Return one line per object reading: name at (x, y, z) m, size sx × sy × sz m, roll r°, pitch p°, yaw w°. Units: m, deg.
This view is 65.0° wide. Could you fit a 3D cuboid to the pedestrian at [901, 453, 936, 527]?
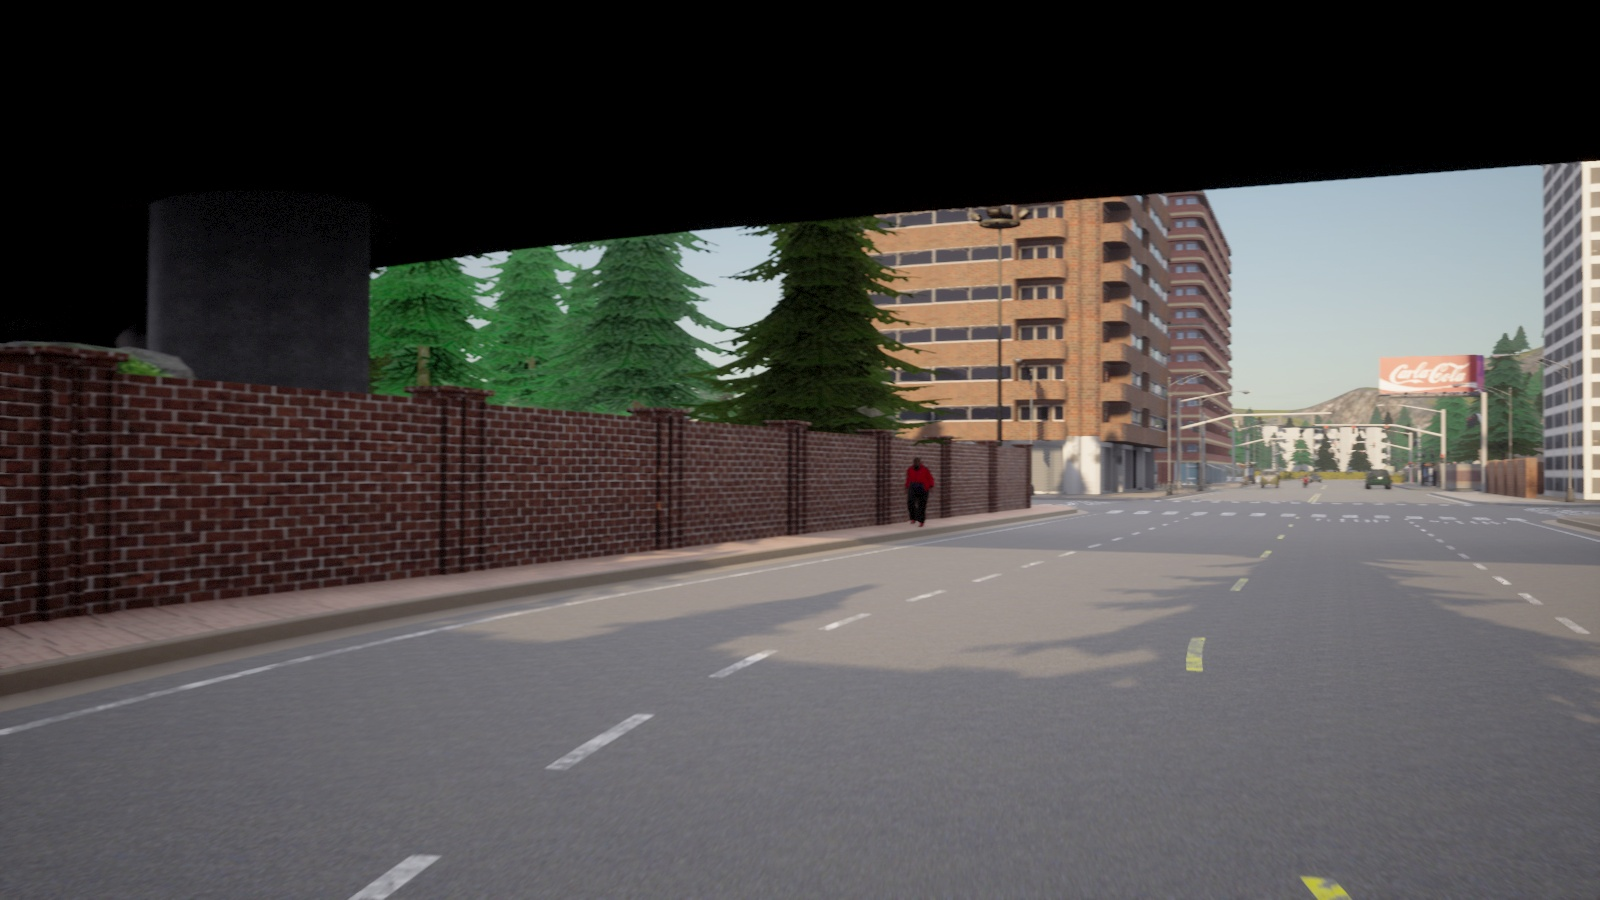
pedestrian at (2.996, 0.996, 31.647) m, size 0.634 × 1.844 × 0.899 m, roll -1°, pitch -1°, yaw 22°
